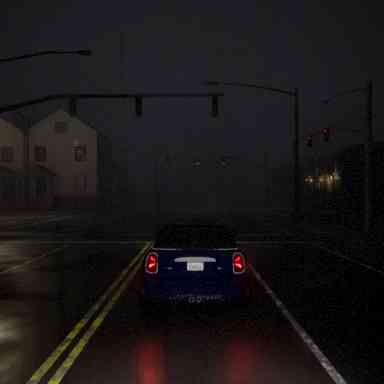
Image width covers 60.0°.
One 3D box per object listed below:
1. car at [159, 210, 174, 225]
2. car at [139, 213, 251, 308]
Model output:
[{"bbox_3d":[-3.576,3.673,46.682,1.812,1.442,4.674,-1,-13,-1],"label":"car"},{"bbox_3d":[0.075,1.352,8.082,2.097,1.767,4.553,0,0,0],"label":"car"}]
